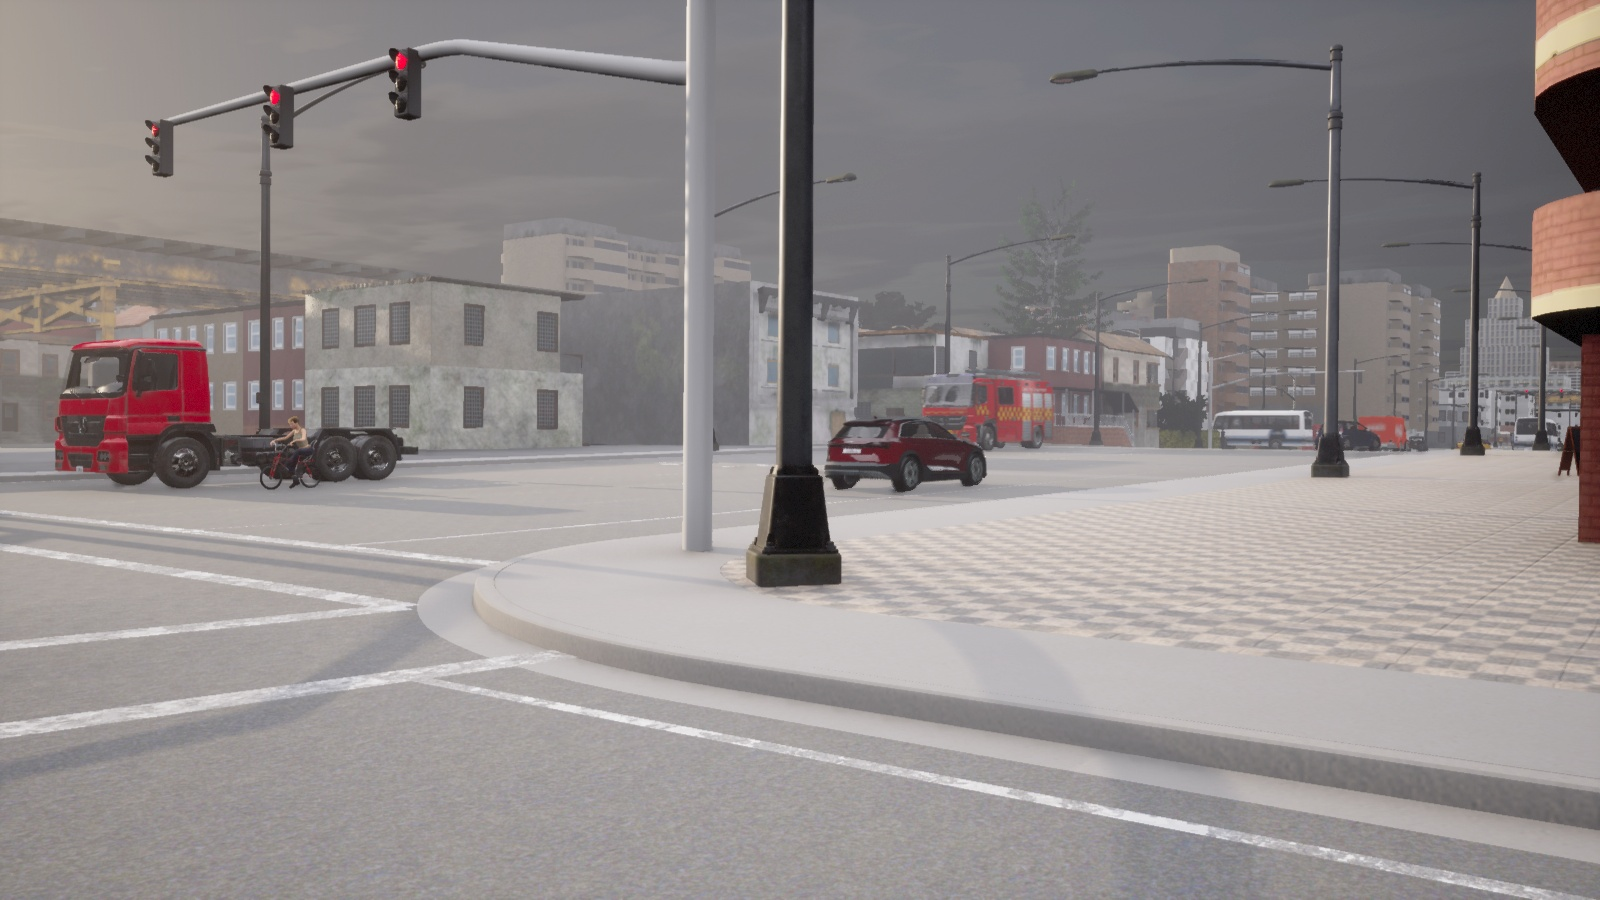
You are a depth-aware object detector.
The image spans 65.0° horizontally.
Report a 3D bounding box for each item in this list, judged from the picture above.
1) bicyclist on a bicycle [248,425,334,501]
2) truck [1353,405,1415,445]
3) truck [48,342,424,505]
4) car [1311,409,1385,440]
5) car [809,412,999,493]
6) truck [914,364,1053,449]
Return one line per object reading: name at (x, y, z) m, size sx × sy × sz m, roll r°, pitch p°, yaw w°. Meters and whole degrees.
bicyclist on a bicycle at (-11.302, 0.264, 27.917) m, size 0.866 × 1.612 × 1.509 m, roll 0°, pitch 2°, yaw 36°
truck at (38.332, -1.592, 82.388) m, size 2.627 × 2.467 × 5.204 m, roll 0°, pitch -1°, yaw 37°
truck at (-13.461, -0.684, 30.770) m, size 2.891 × 3.462 × 7.936 m, roll 0°, pitch 2°, yaw 36°
car at (29.795, -1.339, 68.242) m, size 3.988 × 1.617 × 1.851 m, roll 0°, pitch 0°, yaw -35°
car at (2.489, -0.002, 28.702) m, size 2.033 × 1.649 × 4.856 m, roll 0°, pitch 2°, yaw 37°
truck at (9.017, -2.104, 60.762) m, size 2.891 × 3.827 × 8.468 m, roll 0°, pitch 2°, yaw 37°
